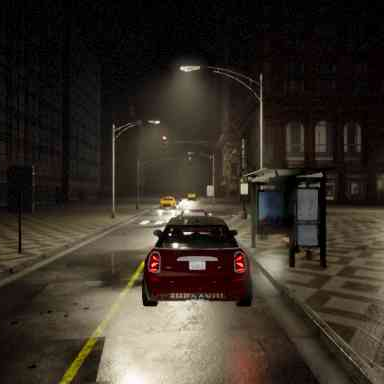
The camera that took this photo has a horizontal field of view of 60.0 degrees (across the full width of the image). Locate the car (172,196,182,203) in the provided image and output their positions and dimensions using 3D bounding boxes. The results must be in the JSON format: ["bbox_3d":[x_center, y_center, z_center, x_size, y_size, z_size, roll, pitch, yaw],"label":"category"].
[{"bbox_3d":[-3.052,1.470,69.500,1.895,1.301,4.718,0,0,0],"label":"car"}]

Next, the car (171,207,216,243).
[{"bbox_3d":[0.083,1.558,16.791,1.994,1.385,4.181,0,0,0],"label":"car"}]

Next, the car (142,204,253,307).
[{"bbox_3d":[0.094,1.352,8.148,2.097,1.767,4.553,0,0,0],"label":"car"}]

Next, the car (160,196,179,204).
[{"bbox_3d":[-3.118,1.420,44.021,1.882,1.535,5.008,0,0,1],"label":"car"}]

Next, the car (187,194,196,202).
[{"bbox_3d":[-0.056,1.440,74.382,1.895,1.301,4.718,0,0,0],"label":"car"}]

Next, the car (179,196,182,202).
[{"bbox_3d":[-3.126,1.417,55.396,1.837,1.490,4.892,0,0,0],"label":"car"}]

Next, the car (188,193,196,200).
[{"bbox_3d":[-0.063,1.125,84.356,1.882,1.535,5.008,0,0,0],"label":"car"}]
